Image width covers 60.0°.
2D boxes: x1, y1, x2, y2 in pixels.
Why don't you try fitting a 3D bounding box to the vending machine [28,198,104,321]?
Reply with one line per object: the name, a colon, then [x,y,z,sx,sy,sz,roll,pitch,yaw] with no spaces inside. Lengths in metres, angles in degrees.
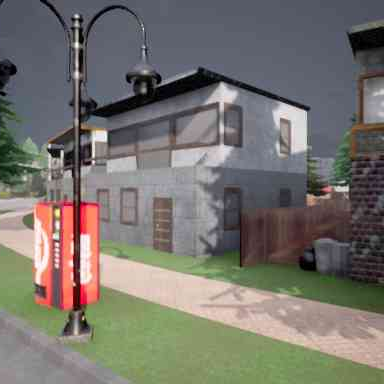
vending machine: [-2.452,1.189,6.490,0.880,2.100,1.100,0,0,42]
